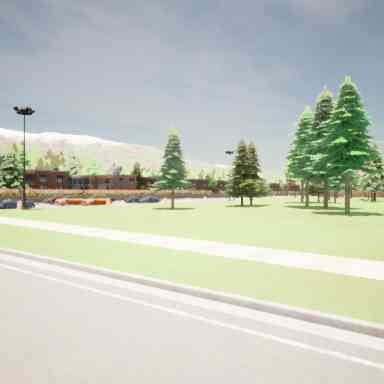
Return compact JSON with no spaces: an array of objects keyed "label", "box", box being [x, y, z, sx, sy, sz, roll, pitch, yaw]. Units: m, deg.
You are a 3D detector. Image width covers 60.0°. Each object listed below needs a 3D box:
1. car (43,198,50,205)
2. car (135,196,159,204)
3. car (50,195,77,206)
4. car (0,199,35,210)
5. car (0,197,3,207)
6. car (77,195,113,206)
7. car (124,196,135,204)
[{"label":"car","box":[-24.285,1.351,59.711,2.097,1.767,4.553,0,0,35]},{"label":"car","box":[-8.266,1.526,64.284,1.812,1.442,4.674,0,0,35]},{"label":"car","box":[-19.879,1.351,53.839,2.097,1.767,4.553,0,0,35]},{"label":"car","box":[-23.166,1.547,43.032,2.033,1.411,5.357,0,0,35]},{"label":"car","box":[-31.456,1.547,49.498,2.033,1.411,5.357,0,0,35]},{"label":"car","box":[-15.595,1.352,53.861,2.097,1.767,4.553,0,0,35]},{"label":"car","box":[-11.261,1.503,66.077,1.837,1.490,4.892,0,0,35]}]
